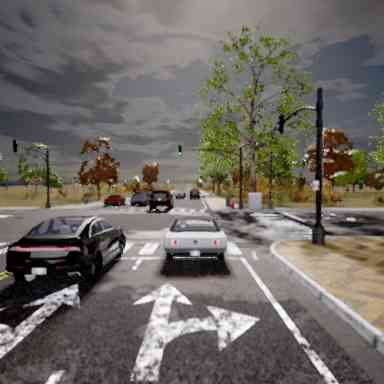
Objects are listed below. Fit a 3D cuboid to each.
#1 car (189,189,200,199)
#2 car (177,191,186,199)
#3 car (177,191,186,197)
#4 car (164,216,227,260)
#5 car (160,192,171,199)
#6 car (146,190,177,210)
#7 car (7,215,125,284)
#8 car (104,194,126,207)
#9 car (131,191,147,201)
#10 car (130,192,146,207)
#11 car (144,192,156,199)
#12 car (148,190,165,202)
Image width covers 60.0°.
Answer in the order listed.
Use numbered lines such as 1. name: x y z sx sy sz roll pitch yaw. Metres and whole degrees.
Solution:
1. car: 0.572 0.447 70.868 2.150 2.045 5.566 0 1 1
2. car: -2.671 0.811 71.311 1.895 1.301 4.718 0 1 1
3. car: -2.501 0.551 81.312 1.994 1.385 4.181 0 1 1
4. car: 0.097 1.489 11.878 1.895 1.301 4.718 0 0 0
5. car: -5.885 0.681 73.496 1.994 1.385 4.181 0 1 1
6. car: -3.164 0.838 35.350 2.150 2.045 5.566 0 0 1
7. car: -3.152 1.394 9.278 2.128 1.511 4.902 0 1 0
8. car: -9.749 1.027 42.344 1.882 1.535 5.008 0 1 3
9. car: -9.409 0.709 59.406 2.097 1.767 4.553 0 1 2
10. car: -6.503 1.096 42.346 2.033 1.411 5.357 0 1 1
11. car: -9.153 0.753 72.461 1.895 1.301 4.718 0 1 1
12. car: -6.176 0.589 58.699 2.150 2.045 5.566 0 1 1
